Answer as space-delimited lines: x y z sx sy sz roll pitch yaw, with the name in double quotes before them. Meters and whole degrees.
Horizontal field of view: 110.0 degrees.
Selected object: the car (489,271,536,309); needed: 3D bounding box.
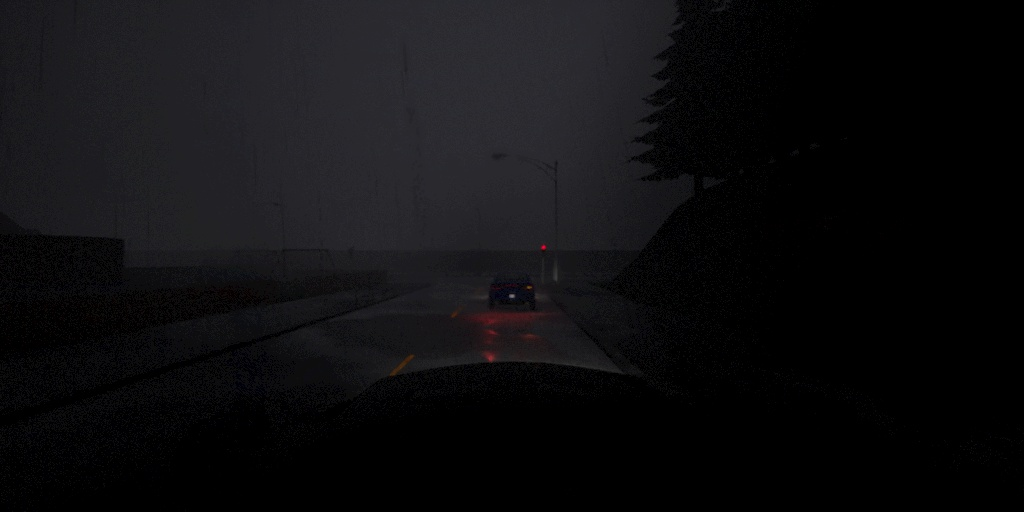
"car" 0.029 1.388 16.071 1.882 1.535 5.008 0 0 0
